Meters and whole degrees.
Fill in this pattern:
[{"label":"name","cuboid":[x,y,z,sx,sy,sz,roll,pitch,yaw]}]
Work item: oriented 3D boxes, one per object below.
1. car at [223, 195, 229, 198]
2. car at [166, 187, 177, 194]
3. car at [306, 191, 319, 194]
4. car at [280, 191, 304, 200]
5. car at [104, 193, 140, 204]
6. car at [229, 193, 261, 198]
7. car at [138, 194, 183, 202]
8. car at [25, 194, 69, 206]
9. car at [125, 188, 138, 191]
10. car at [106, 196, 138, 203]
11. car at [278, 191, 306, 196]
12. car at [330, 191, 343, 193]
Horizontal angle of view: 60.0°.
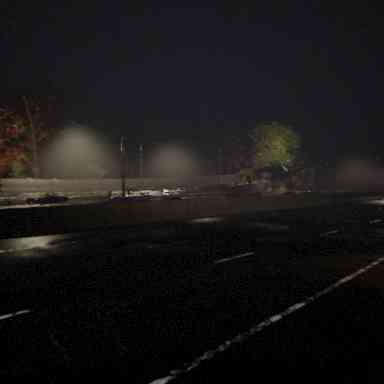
[{"label":"car","cuboid":[6.285,0.890,48.228,1.837,1.490,4.892,0,0,45]},{"label":"car","cuboid":[-4.520,-0.278,68.581,1.837,1.490,4.892,-1,2,23]},{"label":"car","cuboid":[20.280,0.611,57.448,1.882,1.535,5.008,0,1,45]},{"label":"car","cuboid":[18.261,0.619,60.384,2.128,1.511,4.902,0,1,45]},{"label":"car","cuboid":[-7.029,1.133,34.602,1.994,1.385,4.181,6,1,44]},{"label":"car","cuboid":[7.609,0.898,44.590,2.128,1.511,4.902,0,1,45]},{"label":"car","cuboid":[-2.114,1.200,29.680,1.812,1.442,4.674,0,1,44]},{"label":"car","cuboid":[-16.656,0.855,38.361,1.895,1.301,4.718,-1,1,24]},{"label":"car","cuboid":[-10.374,0.188,54.375,2.097,1.767,4.553,-1,2,21]},{"label":"car","cuboid":[-5.266,1.293,31.467,1.895,1.301,4.718,0,1,44]},{"label":"car","cuboid":[12.977,0.832,45.041,2.128,1.511,4.902,0,1,45]},{"label":"car","cuboid":[24.530,0.585,56.784,2.128,1.511,4.902,0,1,45]}]
